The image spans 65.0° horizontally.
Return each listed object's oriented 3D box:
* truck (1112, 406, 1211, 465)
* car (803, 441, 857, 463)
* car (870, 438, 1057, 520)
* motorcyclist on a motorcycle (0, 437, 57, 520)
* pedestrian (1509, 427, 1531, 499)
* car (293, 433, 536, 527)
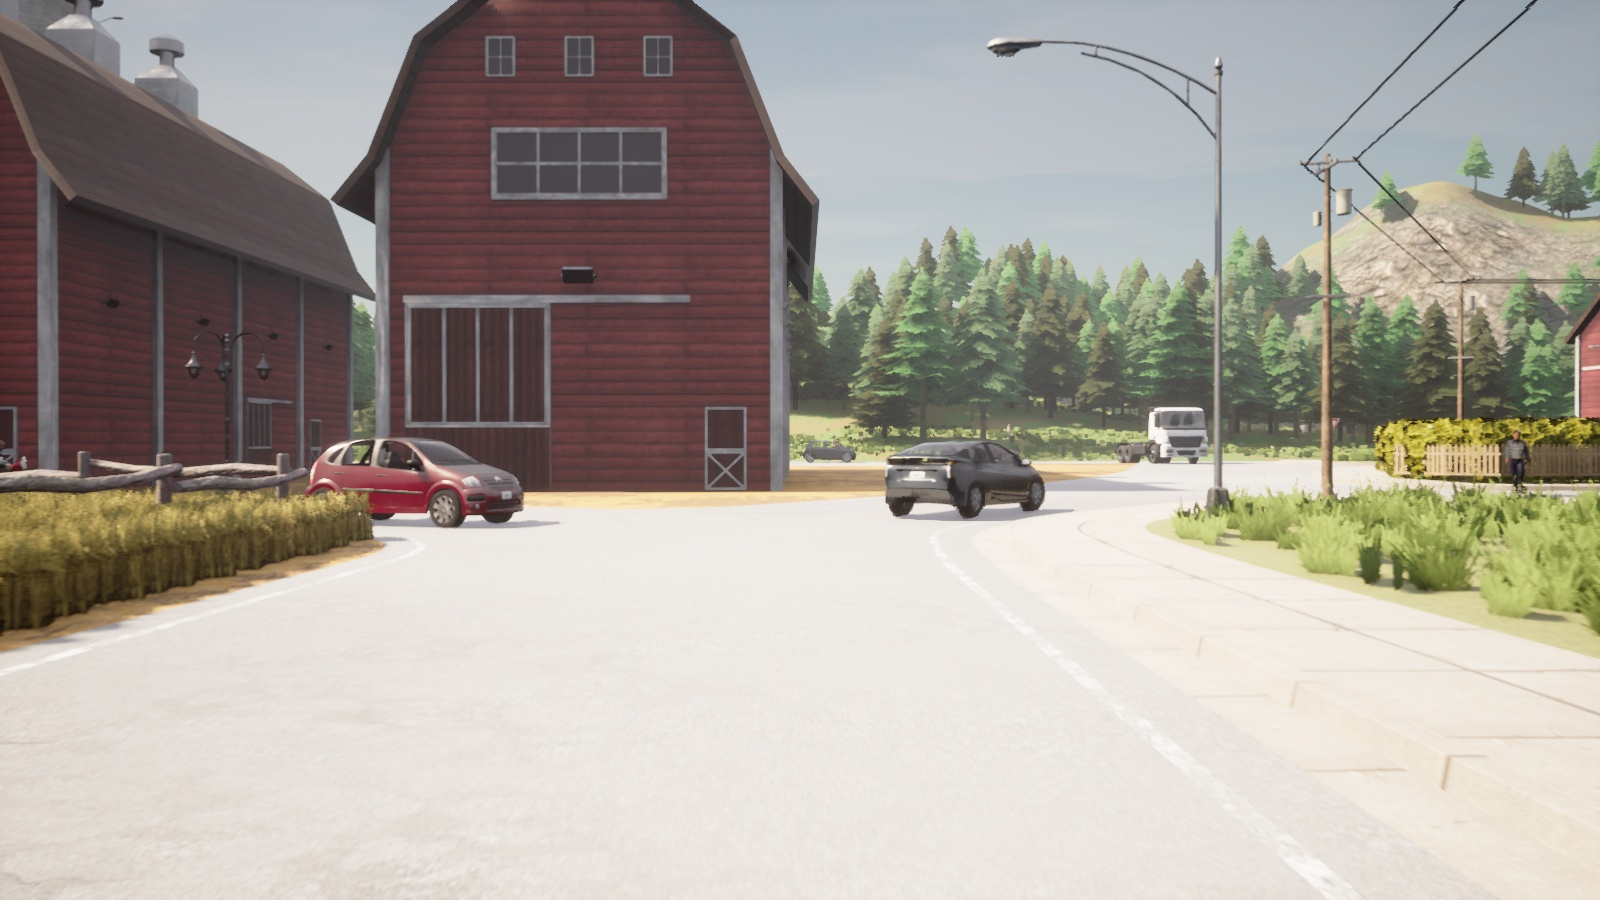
[{"bbox_3d":[22.149,-0.863,77.516,2.891,3.462,7.936,0,0,-8],"label":"truck"},{"bbox_3d":[2.015,0.142,85.190,3.633,1.501,1.845,0,0,1],"label":"car"},{"bbox_3d":[3.459,0.517,25.733,2.007,1.525,4.514,0,1,34],"label":"car"},{"bbox_3d":[-15.777,0.548,24.689,1.817,1.590,0.866,0,0,-3],"label":"motorcyclist on a motorcycle"},{"bbox_3d":[19.641,0.354,34.270,0.423,1.949,0.788,0,0,22],"label":"pedestrian"},{"bbox_3d":[-7.081,0.508,23.087,3.988,1.617,1.851,0,0,22],"label":"car"}]
